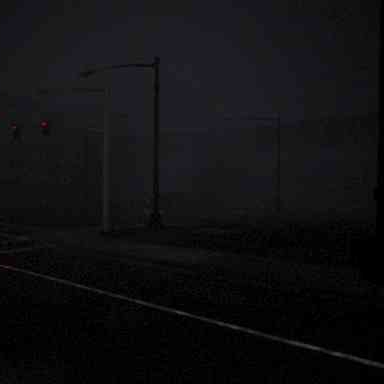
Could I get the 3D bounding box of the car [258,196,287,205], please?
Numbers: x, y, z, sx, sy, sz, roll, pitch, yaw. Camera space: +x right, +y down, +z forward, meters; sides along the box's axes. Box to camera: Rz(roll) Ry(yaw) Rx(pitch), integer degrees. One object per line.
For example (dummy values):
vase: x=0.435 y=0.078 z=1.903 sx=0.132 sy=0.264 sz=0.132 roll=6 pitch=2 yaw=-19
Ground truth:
car: x=13.443 y=1.388 z=55.532 sx=5.008 sy=1.535 sz=1.882 roll=1 pitch=0 yaw=-16

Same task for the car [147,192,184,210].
car: x=-3.174 y=1.079 z=41.431 sx=2.150 sy=2.045 sz=5.566 roll=1 pitch=1 yaw=34
